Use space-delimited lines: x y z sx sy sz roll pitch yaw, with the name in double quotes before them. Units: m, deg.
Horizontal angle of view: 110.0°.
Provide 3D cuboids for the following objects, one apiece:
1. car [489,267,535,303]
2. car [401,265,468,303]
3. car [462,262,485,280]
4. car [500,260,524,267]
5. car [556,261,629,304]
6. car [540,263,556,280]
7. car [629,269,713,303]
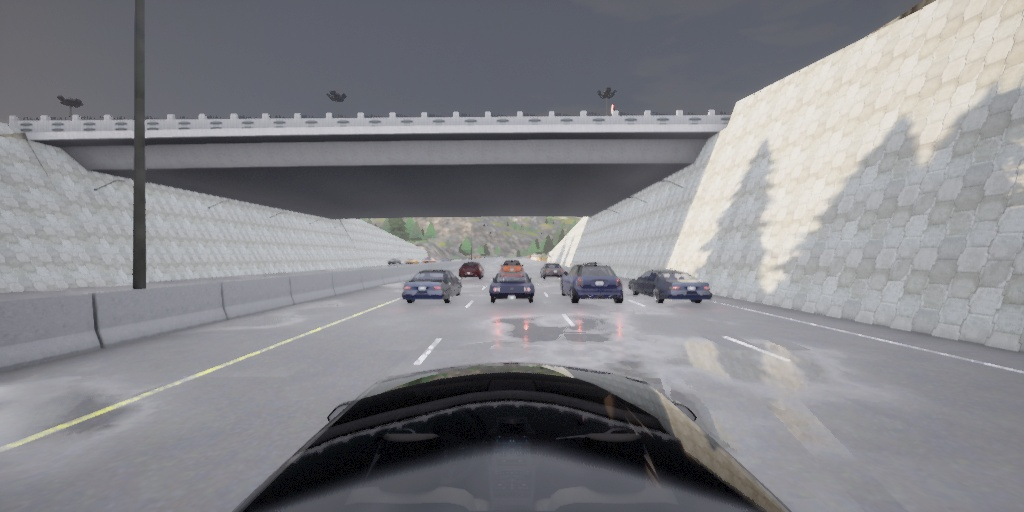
"car" 0.000 1.363 16.530 1.895 1.301 4.718 0 0 0
"car" -3.500 1.310 16.500 2.033 1.411 5.357 0 0 0
"car" -3.500 1.232 31.500 1.882 1.535 5.008 0 0 0
"car" 0.000 1.114 31.470 2.097 1.767 4.553 0 0 0
"car" 3.500 1.113 16.470 2.097 1.767 4.553 0 0 0
"car" 3.500 1.311 31.500 2.033 1.411 5.357 0 0 0
"car" 7.000 1.310 16.500 2.033 1.411 5.357 0 0 0
